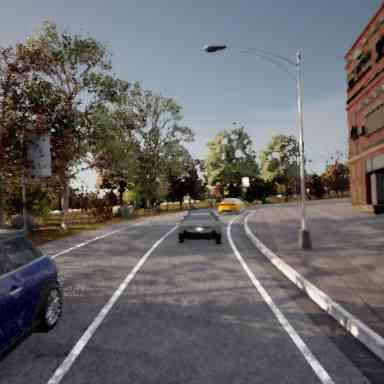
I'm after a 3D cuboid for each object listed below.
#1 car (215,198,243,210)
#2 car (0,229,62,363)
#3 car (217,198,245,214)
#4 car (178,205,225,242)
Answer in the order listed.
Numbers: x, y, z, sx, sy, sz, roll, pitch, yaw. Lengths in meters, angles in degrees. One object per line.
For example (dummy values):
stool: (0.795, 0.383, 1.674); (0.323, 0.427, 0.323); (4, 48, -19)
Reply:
car: (4.979, 1.594, 43.998); (1.895, 1.301, 4.718); (-3, -1, 30)
car: (-3.305, 1.361, 3.826); (2.097, 1.767, 4.553); (0, 0, 1)
car: (4.119, 1.387, 33.689); (1.882, 1.535, 5.008); (-2, 0, 19)
car: (0.439, 1.557, 16.261); (1.994, 1.385, 4.181); (0, 0, 4)
